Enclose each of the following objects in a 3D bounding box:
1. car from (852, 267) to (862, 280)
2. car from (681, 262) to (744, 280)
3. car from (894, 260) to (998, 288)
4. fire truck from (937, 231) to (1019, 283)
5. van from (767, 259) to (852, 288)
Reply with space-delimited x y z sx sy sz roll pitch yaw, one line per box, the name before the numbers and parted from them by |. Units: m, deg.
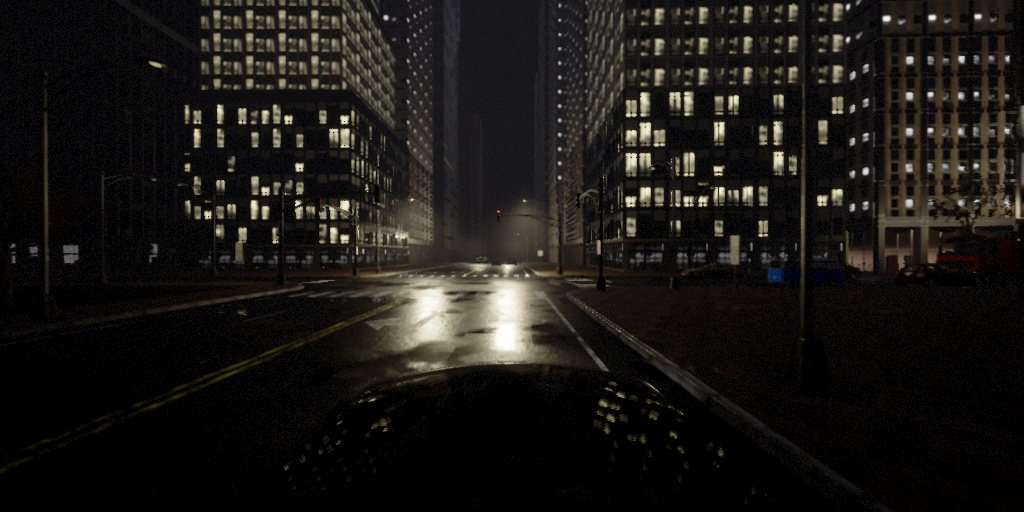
car | 26.919 1.309 30.191 4.207 1.307 1.802 0 0 2
car | 17.085 1.245 30.675 4.829 1.417 1.751 0 0 2
car | 26.635 1.188 22.315 4.097 1.591 1.967 0 0 2
fire truck | 37.975 0.077 27.230 8.468 3.827 2.891 0 0 2
van | 18.356 1.083 22.503 3.998 1.789 1.690 0 0 2
